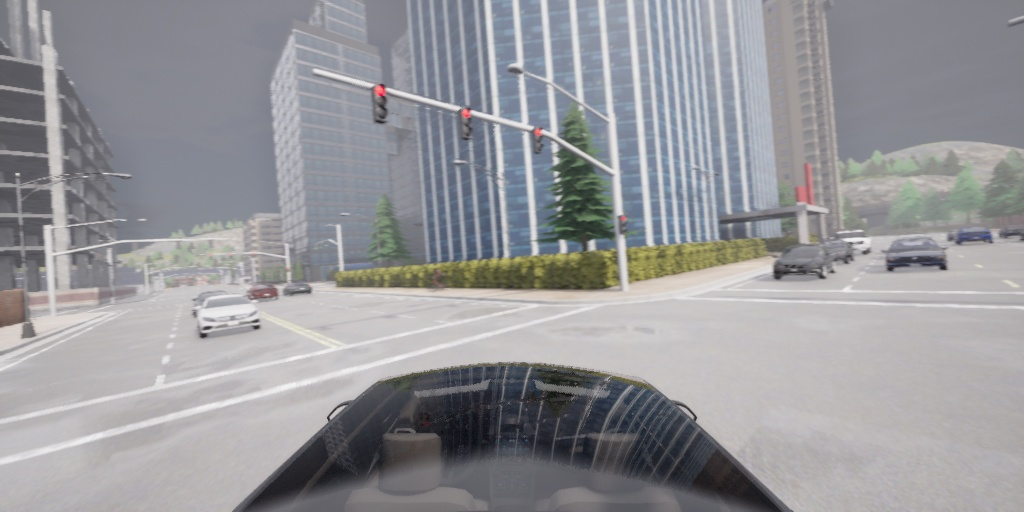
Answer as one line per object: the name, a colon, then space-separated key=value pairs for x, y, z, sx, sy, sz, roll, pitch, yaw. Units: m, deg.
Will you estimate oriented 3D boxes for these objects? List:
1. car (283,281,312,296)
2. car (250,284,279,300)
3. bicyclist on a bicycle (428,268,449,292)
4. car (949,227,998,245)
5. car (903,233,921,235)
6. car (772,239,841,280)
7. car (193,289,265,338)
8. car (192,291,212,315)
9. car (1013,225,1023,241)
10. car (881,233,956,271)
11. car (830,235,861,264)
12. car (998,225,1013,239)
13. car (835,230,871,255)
car: x=-22.061 y=3.320 z=36.883 sx=1.994 sy=1.385 sz=4.181 roll=-4 pitch=-1 yaw=-42
car: x=-22.117 y=3.204 z=31.725 sx=1.882 sy=1.535 sz=5.008 roll=-4 pitch=-1 yaw=-42
bicyclist on a bicycle: x=-5.013 y=1.621 z=24.457 sx=1.656 sy=1.620 sz=0.582 roll=-4 pitch=-1 yaw=-42
car: x=40.330 y=-1.807 z=31.444 sx=5.008 sy=1.535 sz=1.882 roll=-4 pitch=-1 yaw=-42
car: x=25.718 y=-0.655 z=23.021 sx=4.674 sy=1.442 sz=1.812 roll=-4 pitch=-1 yaw=-42
car: x=13.886 y=0.223 z=17.045 sx=4.892 sy=1.490 sz=1.837 roll=-4 pitch=0 yaw=-42
car: x=-11.729 y=2.316 z=14.765 sx=1.812 sy=1.442 sz=4.674 roll=-4 pitch=-1 yaw=-42
car: x=-18.610 y=2.912 z=22.366 sx=1.812 sy=1.442 sz=4.674 roll=-4 pitch=-1 yaw=-42
car: x=42.815 y=-1.993 z=28.983 sx=4.892 sy=1.490 sz=1.837 roll=-4 pitch=-1 yaw=-42
car: x=18.898 y=-0.133 z=16.869 sx=5.357 sy=1.411 sz=2.033 roll=-4 pitch=0 yaw=-42
car: x=20.676 y=-0.288 z=23.187 sx=4.902 sy=1.511 sz=2.128 roll=-4 pitch=-1 yaw=-42
car: x=50.548 y=-2.464 z=35.988 sx=4.718 sy=1.301 sz=1.895 roll=-4 pitch=-1 yaw=-42
car: x=28.631 y=-1.143 z=30.327 sx=5.566 sy=2.045 sz=2.150 roll=-4 pitch=-1 yaw=-42
